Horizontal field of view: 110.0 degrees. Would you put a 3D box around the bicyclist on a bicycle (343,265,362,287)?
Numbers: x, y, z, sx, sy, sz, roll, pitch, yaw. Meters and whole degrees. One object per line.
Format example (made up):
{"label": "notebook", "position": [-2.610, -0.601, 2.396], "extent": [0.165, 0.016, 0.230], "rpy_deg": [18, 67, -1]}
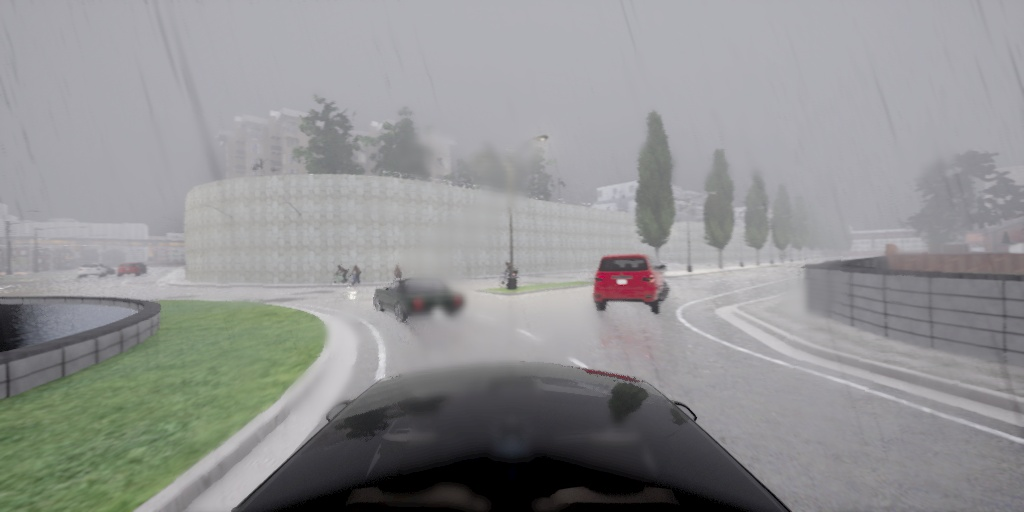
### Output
{"label": "bicyclist on a bicycle", "position": [-11.450, 1.447, 26.311], "extent": [0.582, 1.620, 1.656], "rpy_deg": [9, 5, 5]}

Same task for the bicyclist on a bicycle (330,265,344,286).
{"label": "bicyclist on a bicycle", "position": [-12.752, 1.432, 26.805], "extent": [0.582, 1.620, 1.656], "rpy_deg": [17, 18, 37]}

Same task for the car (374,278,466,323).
{"label": "car", "position": [-3.465, 1.446, 12.715], "extent": [1.895, 1.301, 4.718], "rpy_deg": [-1, 0, -34]}

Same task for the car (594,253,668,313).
{"label": "car", "position": [4.795, 0.950, 14.276], "extent": [2.150, 2.045, 5.566], "rpy_deg": [-2, -1, 26]}

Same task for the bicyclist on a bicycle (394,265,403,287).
{"label": "bicyclist on a bicycle", "position": [-7.635, 1.404, 24.120], "extent": [0.582, 1.620, 1.656], "rpy_deg": [-1, 0, -6]}

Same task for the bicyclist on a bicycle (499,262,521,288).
{"label": "bicyclist on a bicycle", "position": [-0.139, 1.155, 21.920], "extent": [1.656, 1.620, 0.582], "rpy_deg": [-4, -8, 31]}
